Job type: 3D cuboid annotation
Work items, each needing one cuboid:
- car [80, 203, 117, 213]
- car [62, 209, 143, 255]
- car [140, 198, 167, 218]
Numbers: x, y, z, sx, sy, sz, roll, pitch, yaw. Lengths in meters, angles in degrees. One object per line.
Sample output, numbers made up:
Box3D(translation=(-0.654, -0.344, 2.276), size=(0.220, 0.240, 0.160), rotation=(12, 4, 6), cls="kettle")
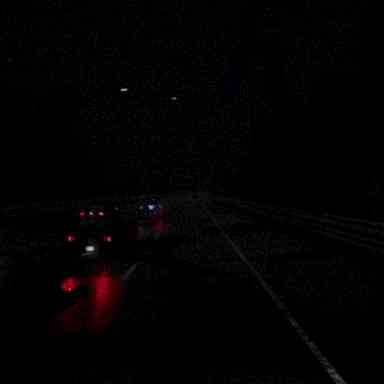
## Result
Box3D(translation=(-6.904, 1.536, 25.238), size=(2.033, 1.411, 5.357), rotation=(0, 0, 0), cls="car")
Box3D(translation=(-3.402, 1.595, 13.340), size=(1.895, 1.301, 4.718), rotation=(0, 0, 0), cls="car")
Box3D(translation=(-3.405, 1.338, 29.888), size=(2.097, 1.767, 4.553), rotation=(0, 0, 0), cls="car")
